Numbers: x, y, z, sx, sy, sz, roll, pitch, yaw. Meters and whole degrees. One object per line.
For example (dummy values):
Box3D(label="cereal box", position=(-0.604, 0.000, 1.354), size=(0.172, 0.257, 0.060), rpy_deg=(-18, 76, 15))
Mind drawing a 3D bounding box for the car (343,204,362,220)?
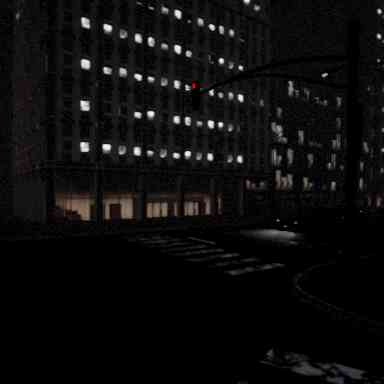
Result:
Box3D(label="car", position=(12.852, 1.751, 28.567), size=(4.403, 1.369, 2.008), rpy_deg=(0, 1, -34))

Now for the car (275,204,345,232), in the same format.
Box3D(label="car", position=(8.038, 1.768, 22.316), size=(5.357, 1.411, 2.033), rpy_deg=(0, 1, -34))

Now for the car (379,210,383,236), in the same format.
Box3D(label="car", position=(12.597, 1.618, 18.861), size=(5.009, 1.841, 2.192), rpy_deg=(0, 1, -34))
